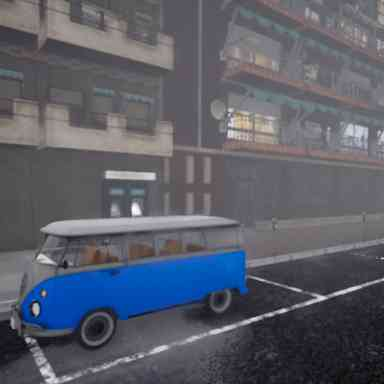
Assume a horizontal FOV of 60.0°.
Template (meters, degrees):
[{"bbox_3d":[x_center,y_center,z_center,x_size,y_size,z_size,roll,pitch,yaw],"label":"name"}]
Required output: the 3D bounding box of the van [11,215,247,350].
[{"bbox_3d":[-0.838,1.348,5.954,3.998,1.788,1.690,0,0,-35],"label":"van"}]
